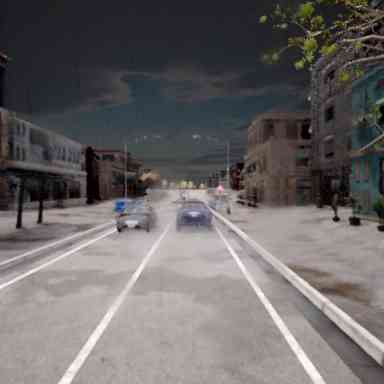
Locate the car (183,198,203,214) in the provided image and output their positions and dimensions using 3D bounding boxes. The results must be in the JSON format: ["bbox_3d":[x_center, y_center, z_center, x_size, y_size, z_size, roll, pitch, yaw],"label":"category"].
[{"bbox_3d":[0.107,1.543,38.534,2.097,1.767,4.553,0,-1,0],"label":"car"}]

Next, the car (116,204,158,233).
[{"bbox_3d":[-3.095,1.476,19.492,2.128,1.511,4.902,0,0,0],"label":"car"}]

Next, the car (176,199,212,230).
[{"bbox_3d":[0.107,1.341,20.816,2.097,1.767,4.553,0,0,-1],"label":"car"}]
